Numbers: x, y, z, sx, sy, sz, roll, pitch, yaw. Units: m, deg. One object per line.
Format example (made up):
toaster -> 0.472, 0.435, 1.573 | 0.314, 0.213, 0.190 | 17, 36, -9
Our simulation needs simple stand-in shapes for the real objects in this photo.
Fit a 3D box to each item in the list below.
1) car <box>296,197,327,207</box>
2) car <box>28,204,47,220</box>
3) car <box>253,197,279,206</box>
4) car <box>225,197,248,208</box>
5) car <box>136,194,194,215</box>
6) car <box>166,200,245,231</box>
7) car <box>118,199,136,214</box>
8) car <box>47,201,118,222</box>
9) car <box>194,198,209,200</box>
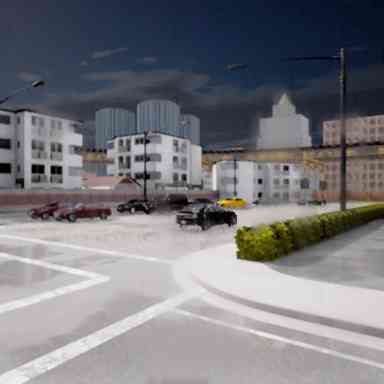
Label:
car -> 18.507, 1.516, 51.612 | 4.892, 1.490, 1.837 | 0, 0, -18
car -> -11.229, 1.471, 27.842 | 1.812, 1.442, 4.674 | 0, 0, 37
car -> 11.680, 1.520, 52.330 | 4.181, 1.385, 1.994 | 0, 0, -27
car -> 5.230, 1.433, 43.085 | 1.882, 1.535, 5.008 | 0, 0, 44
car -> -2.558, 1.175, 33.534 | 2.150, 2.045, 5.566 | 0, 0, 37
car -> 0.983, 1.468, 20.512 | 2.128, 1.511, 4.902 | 0, 0, 37
car -> -5.739, 1.451, 35.082 | 1.837, 1.490, 4.892 | 0, 0, 38
car -> -8.393, 1.479, 25.792 | 1.812, 1.442, 4.674 | 0, 0, 37
car -> 0.973, 1.473, 43.500 | 1.812, 1.442, 4.674 | 0, 0, 40
